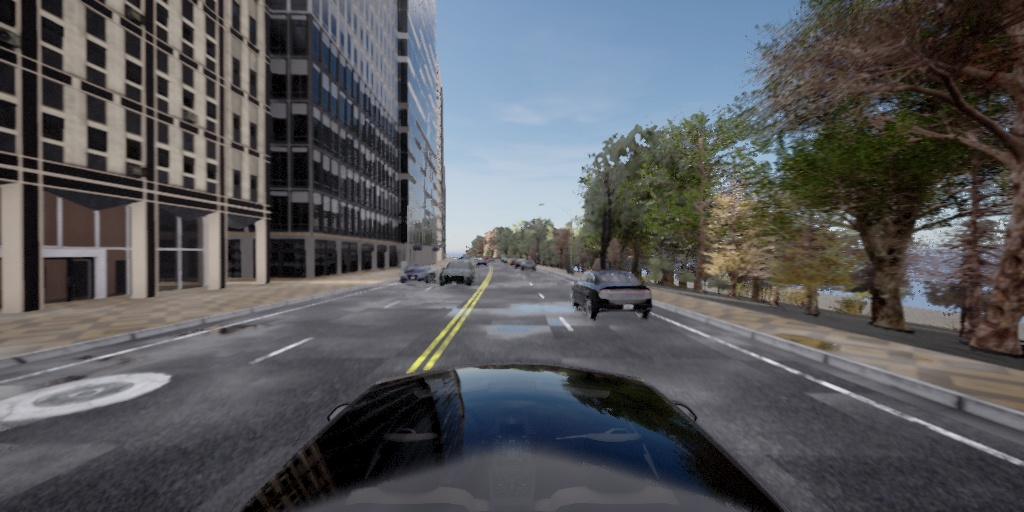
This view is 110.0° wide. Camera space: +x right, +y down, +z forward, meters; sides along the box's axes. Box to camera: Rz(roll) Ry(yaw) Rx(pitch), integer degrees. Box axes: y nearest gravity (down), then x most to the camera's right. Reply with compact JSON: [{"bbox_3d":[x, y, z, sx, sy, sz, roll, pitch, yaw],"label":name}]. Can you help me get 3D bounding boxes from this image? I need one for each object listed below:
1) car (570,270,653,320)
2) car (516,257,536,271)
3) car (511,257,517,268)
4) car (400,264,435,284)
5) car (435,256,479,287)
[{"bbox_3d":[3.273,1.235,12.609,2.128,1.511,4.902,0,0,-1],"label":"car"},{"bbox_3d":[2.127,1.222,47.737,2.128,1.511,4.902,0,0,-3],"label":"car"},{"bbox_3d":[1.521,1.227,58.807,2.163,1.488,4.792,0,0,-3],"label":"car"},{"bbox_3d":[-6.942,1.320,26.876,1.994,1.385,4.181,0,0,-1],"label":"car"},{"bbox_3d":[-3.630,1.104,24.454,2.097,1.767,4.553,0,0,-1],"label":"car"}]
